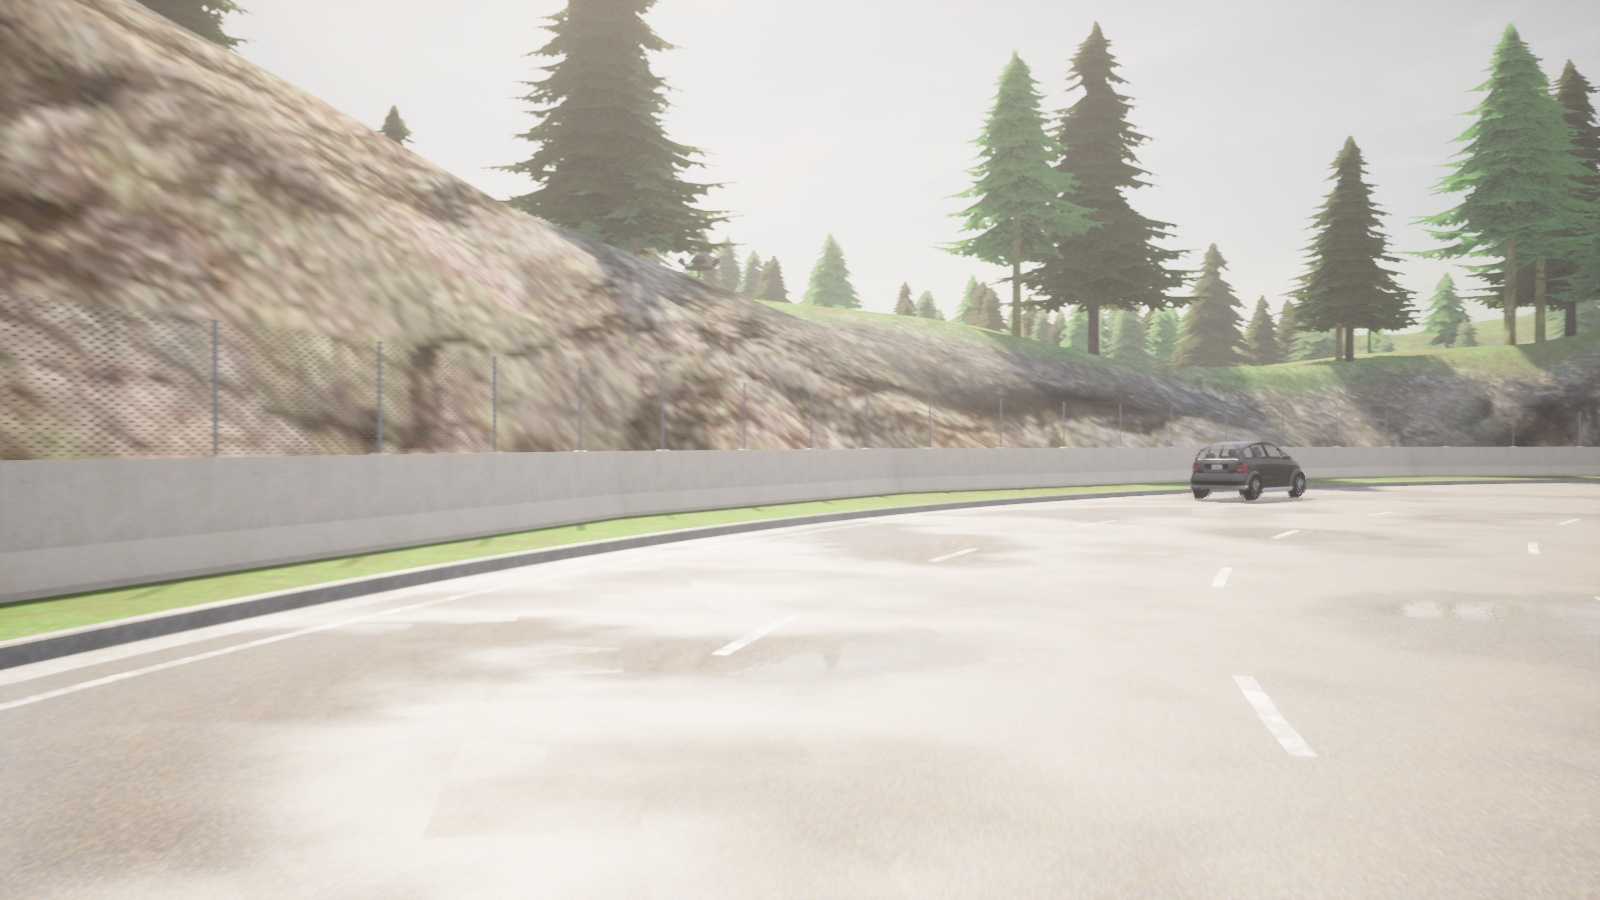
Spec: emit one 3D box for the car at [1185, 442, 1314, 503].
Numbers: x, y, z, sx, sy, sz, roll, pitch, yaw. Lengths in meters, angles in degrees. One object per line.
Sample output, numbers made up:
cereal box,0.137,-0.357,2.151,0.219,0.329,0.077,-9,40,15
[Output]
car,12.141,0.556,33.859,3.705,1.549,1.789,0,0,-43
